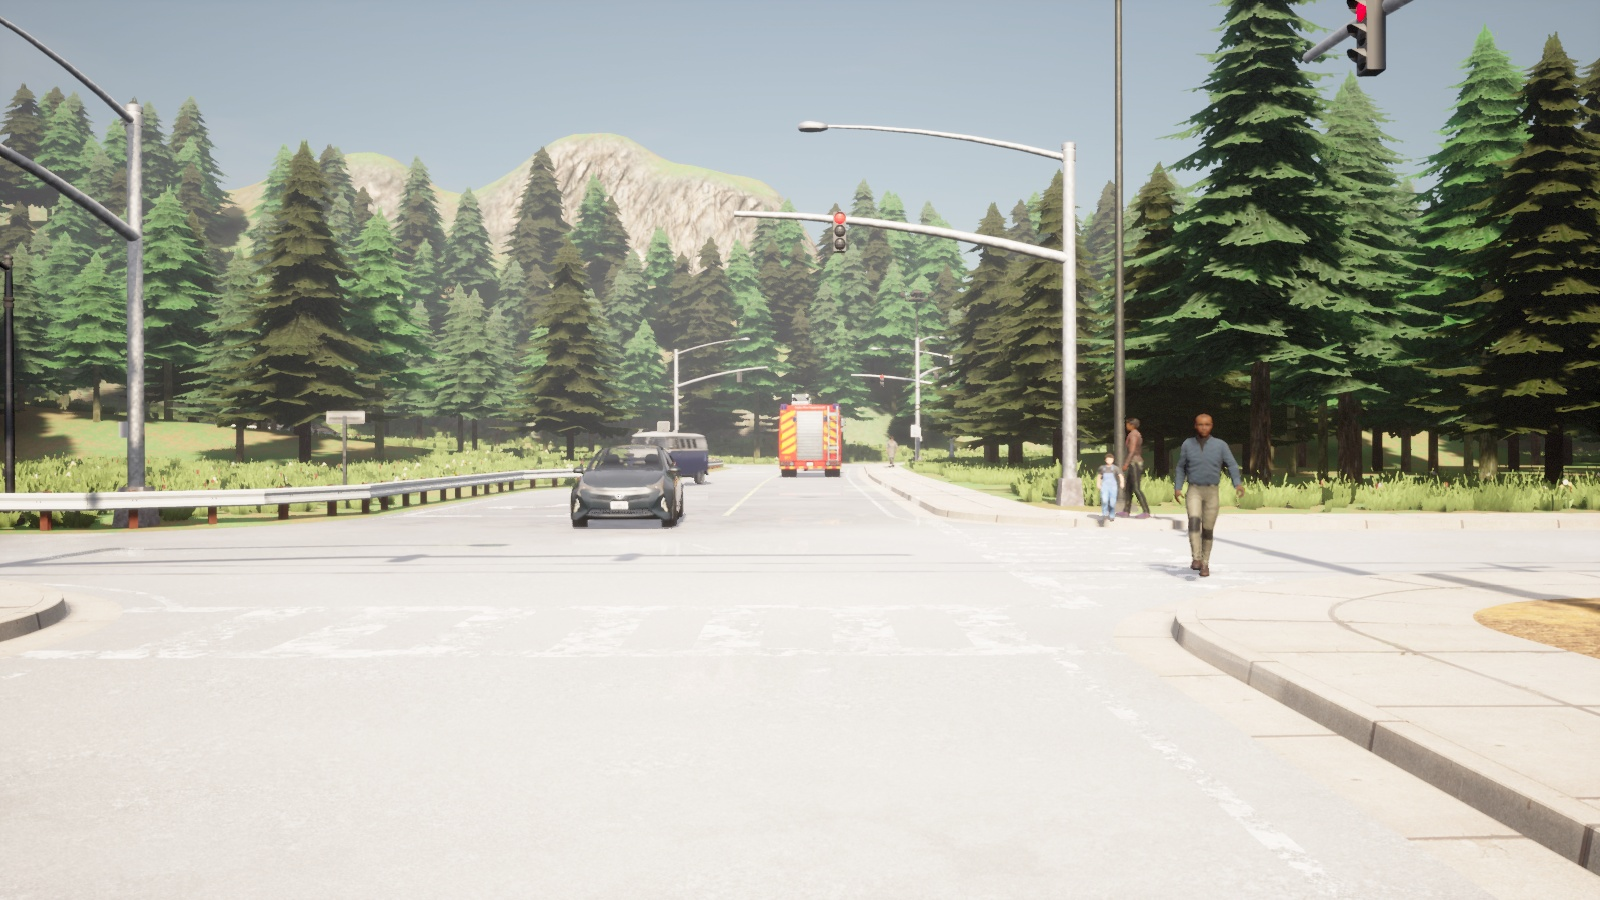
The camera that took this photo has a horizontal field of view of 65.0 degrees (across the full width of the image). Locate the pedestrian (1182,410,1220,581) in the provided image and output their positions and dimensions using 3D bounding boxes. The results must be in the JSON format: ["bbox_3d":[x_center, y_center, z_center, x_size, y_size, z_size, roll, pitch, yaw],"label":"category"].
[{"bbox_3d":[4.434,0.485,13.869,0.370,1.835,0.726,0,0,20],"label":"pedestrian"}]

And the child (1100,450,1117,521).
[{"bbox_3d":[5.531,0.632,22.508,0.270,1.263,0.437,0,0,10],"label":"child"}]

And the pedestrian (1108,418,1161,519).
[{"bbox_3d":[6.067,0.327,22.777,0.869,1.805,0.328,0,0,27],"label":"pedestrian"}]

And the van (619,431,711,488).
[{"bbox_3d":[-4.893,0.332,46.206,1.775,1.987,4.442,0,0,17],"label":"van"}]

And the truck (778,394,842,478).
[{"bbox_3d":[0.580,-0.661,61.506,2.891,3.827,8.468,0,0,2],"label":"truck"}]

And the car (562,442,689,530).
[{"bbox_3d":[-3.266,0.615,24.343,2.007,1.525,4.514,0,0,-2],"label":"car"}]

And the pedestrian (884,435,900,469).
[{"bbox_3d":[5.295,0.111,72.533,0.659,1.952,0.873,0,0,-17],"label":"pedestrian"}]
